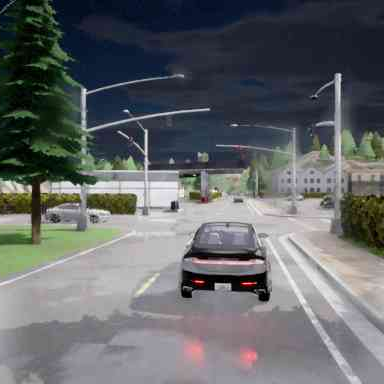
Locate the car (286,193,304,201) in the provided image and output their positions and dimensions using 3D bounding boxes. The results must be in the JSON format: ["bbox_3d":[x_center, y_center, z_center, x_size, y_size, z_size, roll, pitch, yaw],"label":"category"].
[{"bbox_3d":[24.424,1.077,78.846,3.866,1.878,1.905,0,0,8],"label":"car"}]

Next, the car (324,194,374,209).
[{"bbox_3d":[18.287,1.339,38.589,4.514,1.523,2.007,0,0,8],"label":"car"}]

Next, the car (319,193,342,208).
[{"bbox_3d":[18.669,1.330,41.703,5.027,1.636,2.152,0,0,8],"label":"car"}]

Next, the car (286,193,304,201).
[{"bbox_3d":[23.359,1.361,75.638,3.806,1.475,1.970,0,0,8],"label":"car"}]

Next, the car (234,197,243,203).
[{"bbox_3d":[9.435,1.600,67.364,1.895,1.301,4.718,0,0,8],"label":"car"}]

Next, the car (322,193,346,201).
[{"bbox_3d":[31.761,1.097,74.502,4.605,1.855,1.932,0,0,8],"label":"car"}]

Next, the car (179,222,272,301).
[{"bbox_3d":[0.884,1.491,8.373,2.128,1.511,4.902,0,0,8],"label":"car"}]

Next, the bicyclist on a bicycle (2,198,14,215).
[{"bbox_3d":[-17.964,1.453,32.495,0.582,1.620,1.656,0,0,7],"label":"bicyclist on a bicycle"}]

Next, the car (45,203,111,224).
[{"bbox_3d":[-8.231,1.526,24.081,4.674,1.442,1.812,0,0,7],"label":"car"}]
